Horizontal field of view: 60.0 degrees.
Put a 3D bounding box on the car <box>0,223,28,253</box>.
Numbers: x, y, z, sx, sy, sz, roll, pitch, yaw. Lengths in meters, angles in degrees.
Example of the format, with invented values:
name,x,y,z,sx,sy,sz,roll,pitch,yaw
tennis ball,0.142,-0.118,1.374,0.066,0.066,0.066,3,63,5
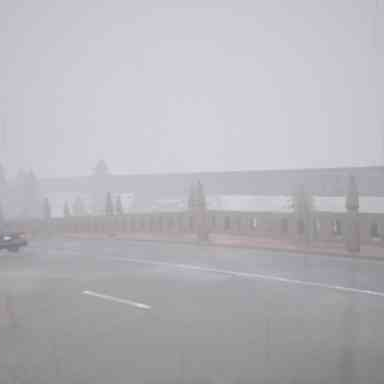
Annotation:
name,x,y,z,sx,sy,sz,roll,pitch,yaw
car,-9.613,2.115,15.147,5.357,1.411,2.033,-5,-3,35
